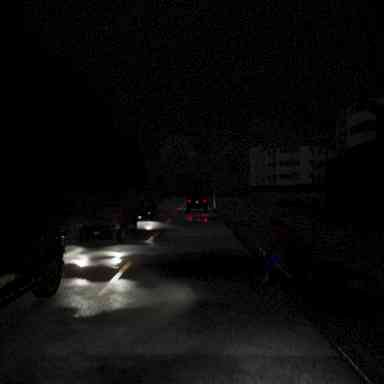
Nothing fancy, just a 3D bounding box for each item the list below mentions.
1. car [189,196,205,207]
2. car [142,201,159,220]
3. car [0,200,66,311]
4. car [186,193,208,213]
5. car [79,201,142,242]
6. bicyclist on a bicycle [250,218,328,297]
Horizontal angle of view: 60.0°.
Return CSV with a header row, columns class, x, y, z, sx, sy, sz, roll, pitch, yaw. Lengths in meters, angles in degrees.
class,x,y,z,sx,sy,sz,roll,pitch,yaw
car,0.675,1.360,47.250,2.033,1.411,5.357,0,0,0
car,-3.757,1.441,26.819,2.033,1.411,5.357,0,0,1
car,-4.045,1.200,5.589,2.150,2.045,5.566,0,0,1
car,0.527,1.081,35.556,2.150,2.045,5.566,0,0,1
car,-3.906,1.413,16.228,1.882,1.535,5.008,0,0,1
bicyclist on a bicycle,1.978,1.351,6.962,1.656,1.620,0.582,-6,0,1
